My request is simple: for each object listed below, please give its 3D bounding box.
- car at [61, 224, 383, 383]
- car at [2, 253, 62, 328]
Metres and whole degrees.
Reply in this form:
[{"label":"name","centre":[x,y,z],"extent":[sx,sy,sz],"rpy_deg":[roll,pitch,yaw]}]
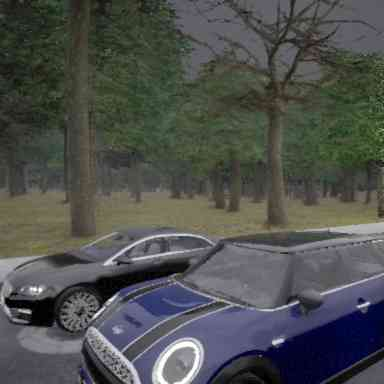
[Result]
[{"label":"car","centre":[0.967,1.373,4.351],"extent":[4.553,1.767,2.097],"rpy_deg":[0,0,-35]},{"label":"car","centre":[-1.095,1.510,6.874],"extent":[4.902,1.511,2.128],"rpy_deg":[0,0,-35]}]
